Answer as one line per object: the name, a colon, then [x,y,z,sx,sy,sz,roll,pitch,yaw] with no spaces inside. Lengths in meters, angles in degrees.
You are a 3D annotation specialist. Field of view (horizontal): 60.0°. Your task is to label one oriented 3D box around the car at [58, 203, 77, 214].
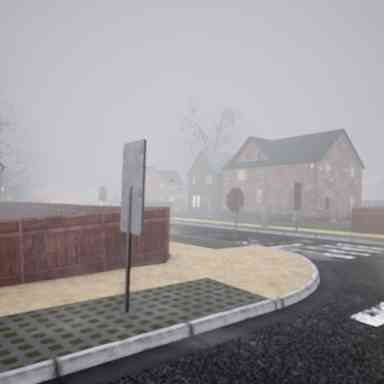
car: [-16.684,2.203,44.566,1.895,1.301,4.718,3,-2,-29]
